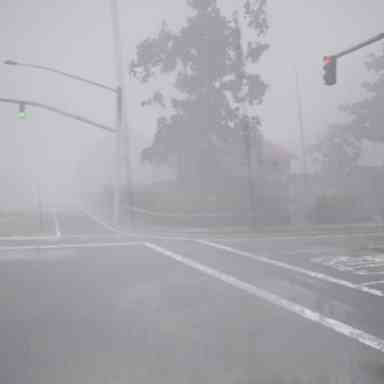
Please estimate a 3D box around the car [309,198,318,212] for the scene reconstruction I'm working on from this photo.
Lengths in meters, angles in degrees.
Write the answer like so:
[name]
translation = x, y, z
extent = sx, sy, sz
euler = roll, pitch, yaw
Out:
[car]
translation = 13.344, 1.290, 32.568
extent = 1.970, 1.475, 3.806
euler = 1, 0, -23
